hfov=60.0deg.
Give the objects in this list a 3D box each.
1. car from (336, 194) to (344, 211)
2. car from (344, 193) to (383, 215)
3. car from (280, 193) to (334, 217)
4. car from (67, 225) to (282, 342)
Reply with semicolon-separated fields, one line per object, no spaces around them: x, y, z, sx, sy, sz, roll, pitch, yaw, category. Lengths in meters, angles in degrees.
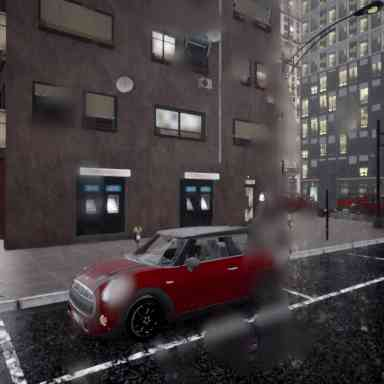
15.414;1.030;32.296;2.192;1.841;5.009;1;0;-36;car
15.620;1.133;27.576;2.097;1.767;4.553;0;1;-36;car
8.671;1.010;27.322;2.192;1.841;5.009;2;0;-36;car
-0.205;1.440;6.410;4.097;1.590;1.967;0;0;-35;car
